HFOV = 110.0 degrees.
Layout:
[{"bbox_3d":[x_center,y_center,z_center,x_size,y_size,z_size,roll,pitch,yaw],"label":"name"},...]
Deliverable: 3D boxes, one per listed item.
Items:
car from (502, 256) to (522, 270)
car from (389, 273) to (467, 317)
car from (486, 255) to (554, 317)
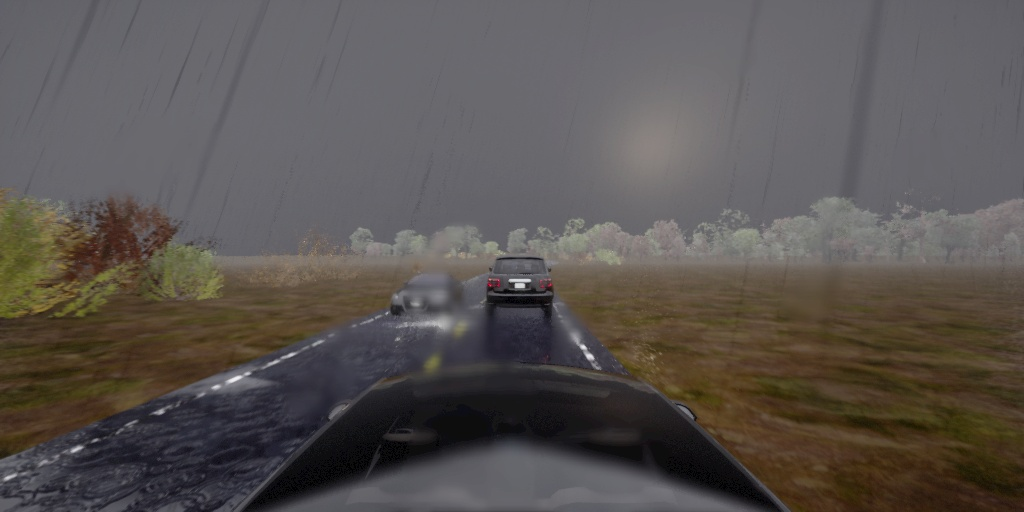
[{"bbox_3d":[0.066,0.969,52.438,2.150,2.045,5.566,0,0,7],"label":"car"},{"bbox_3d":[-2.884,1.311,13.110,1.994,1.385,4.181,0,0,2],"label":"car"},{"bbox_3d":[0.306,0.972,13.273,2.150,2.045,5.566,0,0,2],"label":"car"}]
